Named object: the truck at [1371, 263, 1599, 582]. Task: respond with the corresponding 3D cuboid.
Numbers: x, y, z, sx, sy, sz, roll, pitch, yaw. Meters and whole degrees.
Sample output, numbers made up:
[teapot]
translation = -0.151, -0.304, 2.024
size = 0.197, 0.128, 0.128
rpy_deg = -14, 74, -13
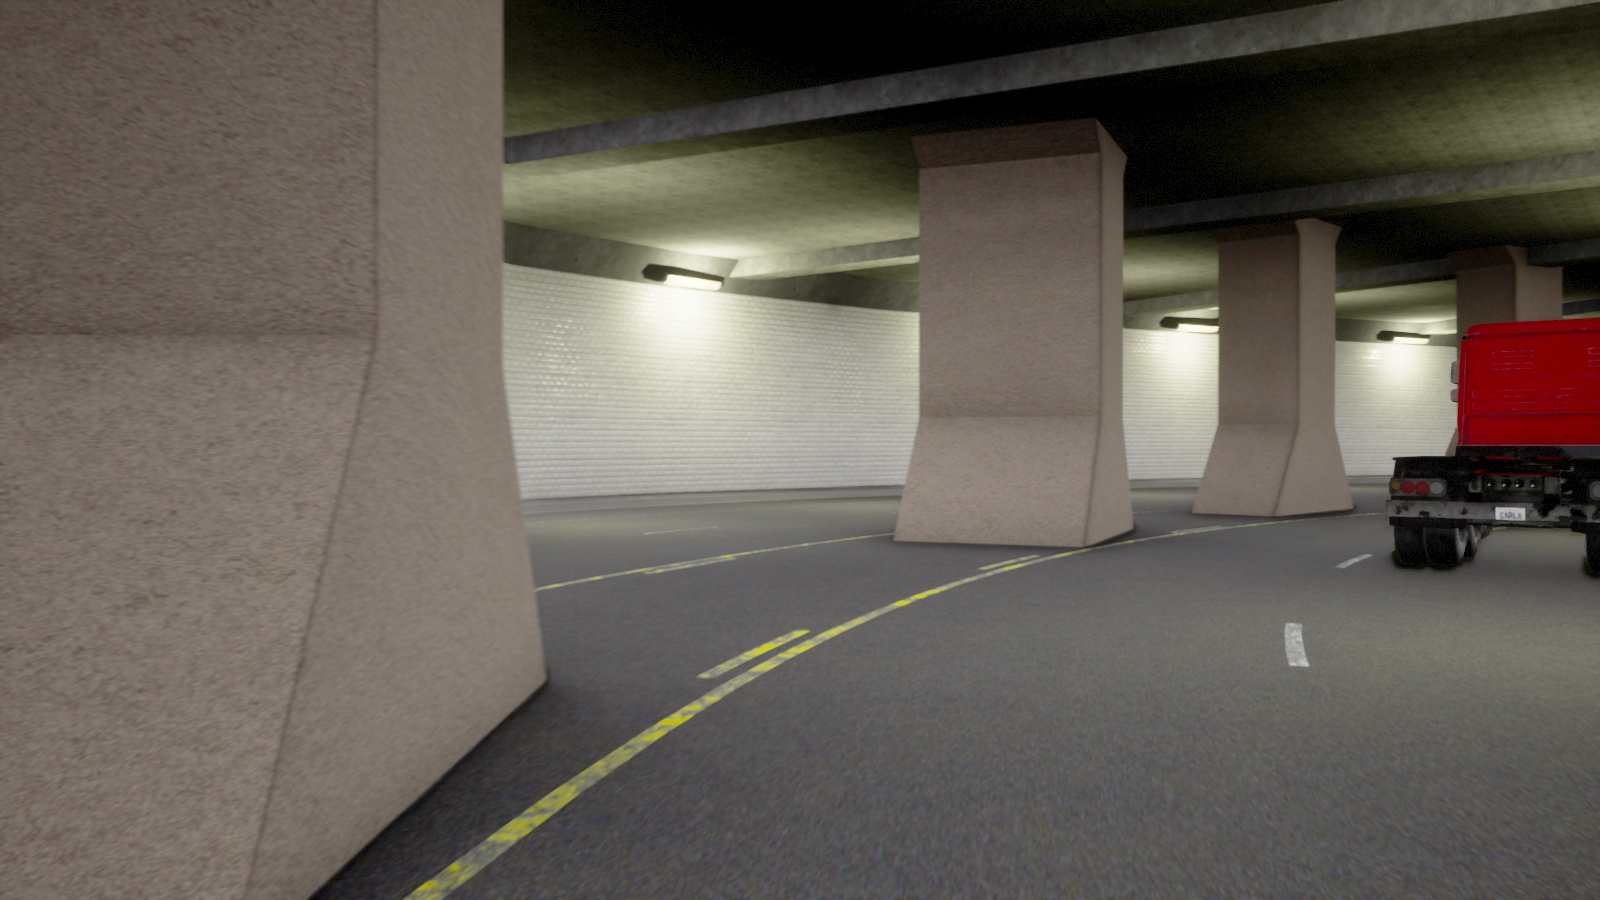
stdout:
[truck]
translation = 10.306, -0.312, 17.316
size = 2.891, 3.462, 7.936
rpy_deg = 0, 0, 36
